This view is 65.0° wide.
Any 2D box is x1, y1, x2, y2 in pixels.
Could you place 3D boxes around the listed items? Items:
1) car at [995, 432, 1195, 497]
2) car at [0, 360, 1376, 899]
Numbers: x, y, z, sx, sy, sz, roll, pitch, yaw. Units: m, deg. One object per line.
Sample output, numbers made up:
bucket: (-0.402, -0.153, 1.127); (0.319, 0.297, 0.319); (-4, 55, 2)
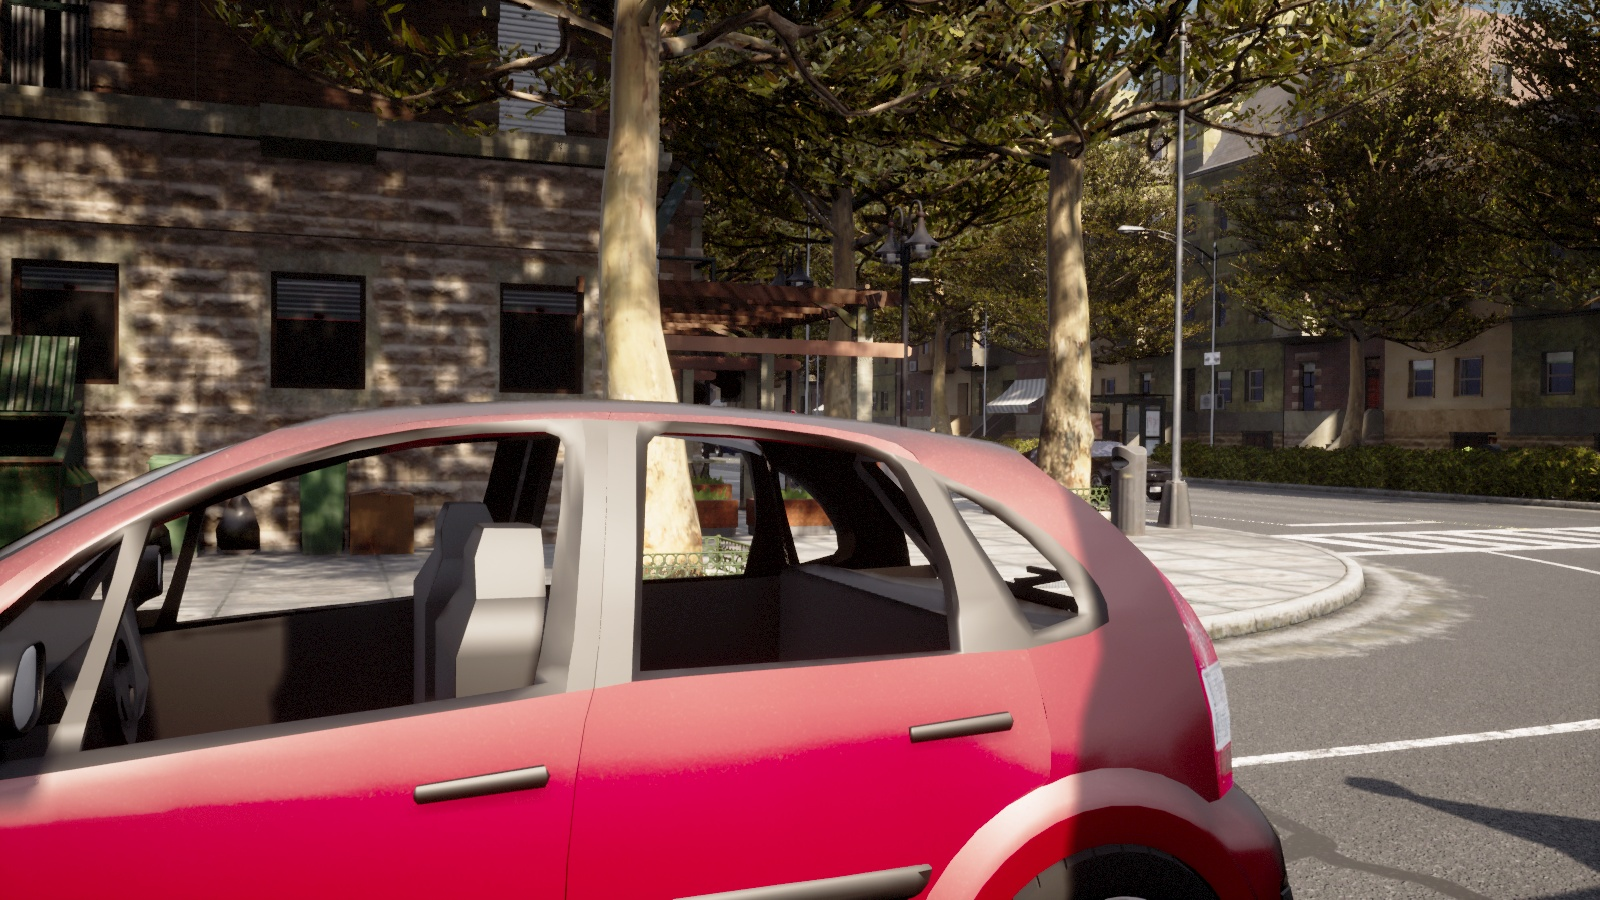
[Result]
car: (6.935, 0.279, 30.226); (2.033, 1.411, 5.357); (-1, 1, -21)
car: (-0.947, 0.660, 2.878); (3.988, 1.617, 1.851); (-1, 1, -21)
